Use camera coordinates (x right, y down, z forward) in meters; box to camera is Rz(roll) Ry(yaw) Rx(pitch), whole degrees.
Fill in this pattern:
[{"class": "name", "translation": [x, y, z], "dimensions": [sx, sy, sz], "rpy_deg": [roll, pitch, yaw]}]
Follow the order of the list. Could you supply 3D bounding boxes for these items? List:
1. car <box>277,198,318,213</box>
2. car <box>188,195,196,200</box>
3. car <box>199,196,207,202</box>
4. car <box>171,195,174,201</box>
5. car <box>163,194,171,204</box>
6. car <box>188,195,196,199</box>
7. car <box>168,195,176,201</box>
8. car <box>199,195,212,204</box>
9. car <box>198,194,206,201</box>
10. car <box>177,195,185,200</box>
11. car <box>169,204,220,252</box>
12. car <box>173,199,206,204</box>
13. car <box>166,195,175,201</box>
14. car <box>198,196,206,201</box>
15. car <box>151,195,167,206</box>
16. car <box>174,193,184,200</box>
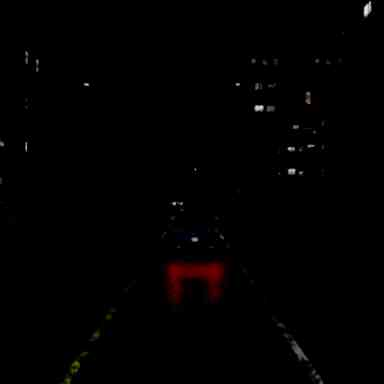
[{"class": "car", "translation": [13.469, 1.653, 42.393], "dimensions": [5.009, 1.841, 2.192], "rpy_deg": [1, -1, -1]}, {"class": "car", "translation": [0.008, 1.602, 93.851], "dimensions": [2.033, 1.411, 5.357], "rpy_deg": [0, 0, 0]}, {"class": "car", "translation": [2.698, 1.702, 82.867], "dimensions": [2.008, 1.369, 4.403], "rpy_deg": [0, 0, 0]}, {"class": "car", "translation": [-5.682, 1.435, 71.608], "dimensions": [2.192, 1.841, 5.009], "rpy_deg": [0, 0, 0]}, {"class": "car", "translation": [-5.683, 1.630, 65.808], "dimensions": [1.752, 1.417, 4.829], "rpy_deg": [0, 0, 0]}, {"class": "car", "translation": [0.006, 1.629, 83.433], "dimensions": [1.882, 1.535, 5.008], "rpy_deg": [0, 0, 0]}, {"class": "car", "translation": [-5.681, 1.625, 94.128], "dimensions": [1.967, 1.590, 4.097], "rpy_deg": [0, 0, 0]}, {"class": "car", "translation": [2.697, 1.637, 60.346], "dimensions": [1.887, 1.381, 4.507], "rpy_deg": [0, 0, 0]}, {"class": "car", "translation": [2.700, 1.501, 94.128], "dimensions": [2.192, 1.841, 5.009], "rpy_deg": [0, 0, 0]}, {"class": "car", "translation": [-2.994, 1.474, 88.414], "dimensions": [1.895, 1.301, 4.718], "rpy_deg": [0, 0, 0]}, {"class": "car", "translation": [0.102, 1.490, 14.011], "dimensions": [1.882, 1.535, 5.008], "rpy_deg": [0, 0, 0]}, {"class": "car", "translation": [-0.312, 1.595, 28.478], "dimensions": [1.994, 1.385, 4.181], "rpy_deg": [0, 0, -6]}, {"class": "car", "translation": [-5.682, 1.608, 88.499], "dimensions": [1.967, 1.590, 4.097], "rpy_deg": [0, 0, 0]}, {"class": "car", "translation": [2.698, 1.713, 88.497], "dimensions": [1.887, 1.381, 4.507], "rpy_deg": [0, 0, 0]}, {"class": "car", "translation": [-5.684, 1.645, 54.717], "dimensions": [1.947, 1.339, 4.313], "rpy_deg": [0, 0, 0]}, {"class": "car", "translation": [-2.994, 1.348, 72.809], "dimensions": [2.150, 2.045, 5.566], "rpy_deg": [0, 0, 0]}]
